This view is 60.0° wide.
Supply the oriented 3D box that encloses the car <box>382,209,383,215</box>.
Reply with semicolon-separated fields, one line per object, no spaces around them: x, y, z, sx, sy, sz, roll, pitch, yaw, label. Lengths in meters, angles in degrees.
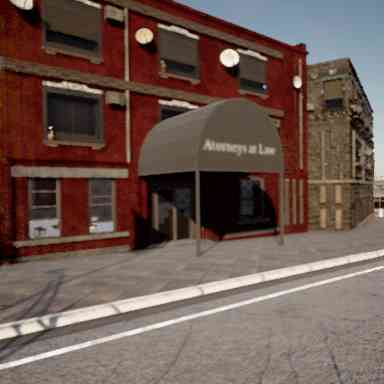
37.323;3.796;62.809;1.812;1.442;4.674;-1;-4;-1;car
